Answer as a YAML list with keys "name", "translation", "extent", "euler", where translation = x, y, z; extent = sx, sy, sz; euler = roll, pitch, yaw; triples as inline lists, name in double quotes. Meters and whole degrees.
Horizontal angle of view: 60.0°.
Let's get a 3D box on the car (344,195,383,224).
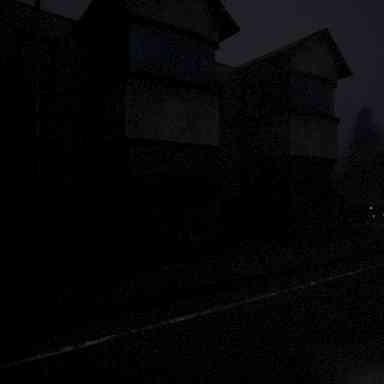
- name: "car"
  translation: [11.761, 1.221, 25.394]
  extent: [2.150, 2.045, 5.566]
  euler: [0, 0, -35]
